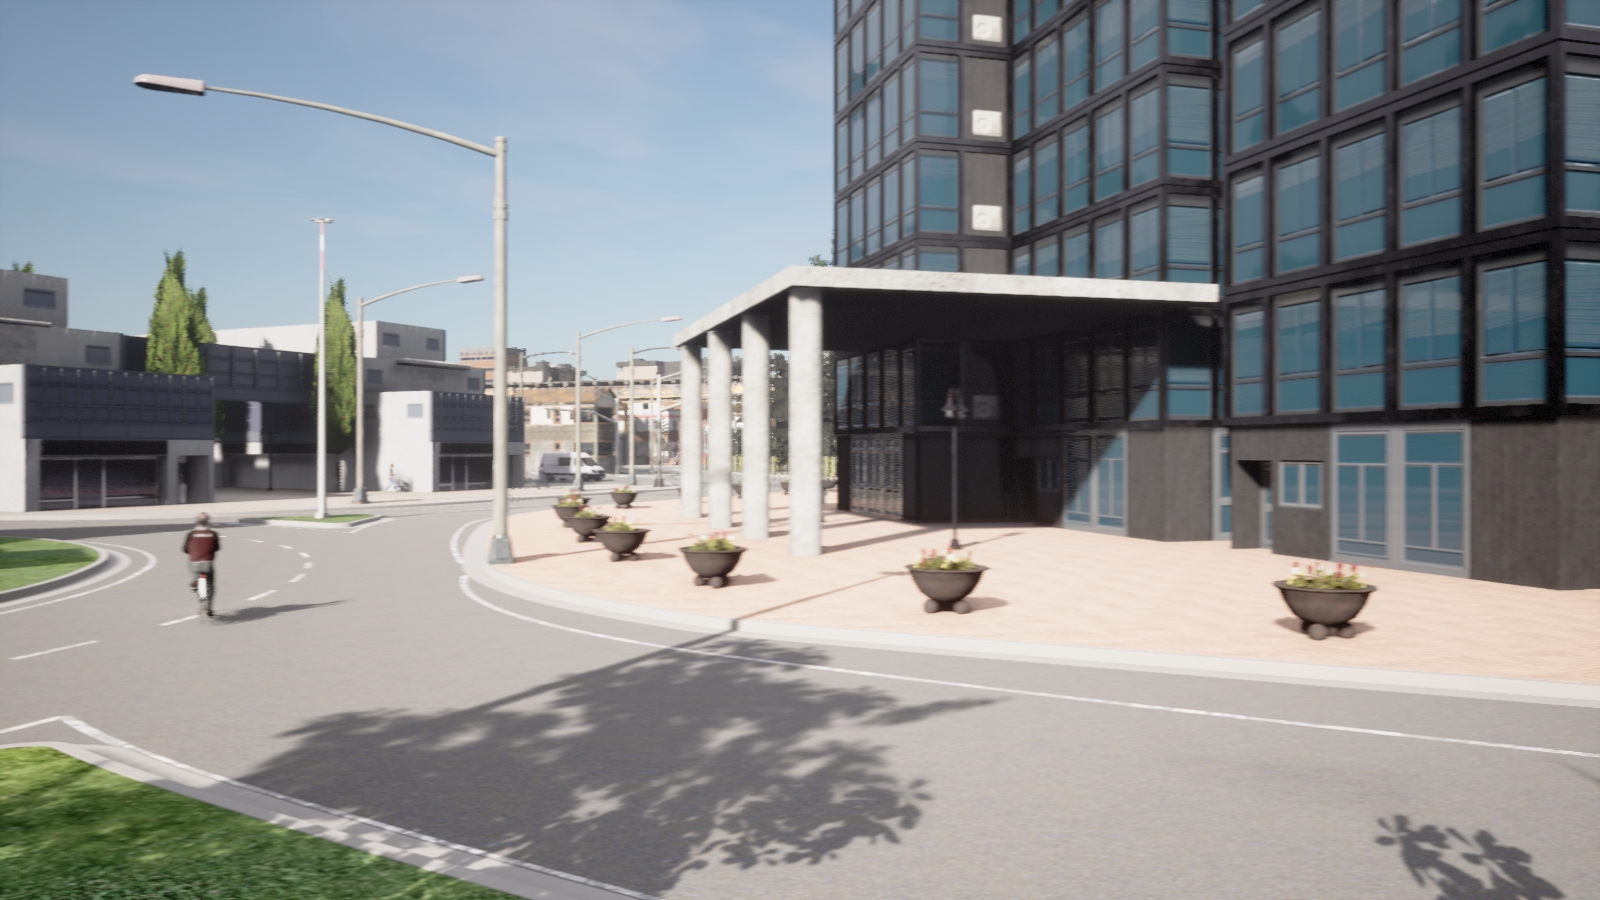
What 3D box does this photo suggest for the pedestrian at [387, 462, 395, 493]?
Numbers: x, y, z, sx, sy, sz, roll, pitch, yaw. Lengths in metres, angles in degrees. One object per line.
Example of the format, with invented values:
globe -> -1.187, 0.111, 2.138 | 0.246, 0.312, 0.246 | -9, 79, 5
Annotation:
pedestrian -> -24.891, 1.666, 69.600 | 0.375, 1.860, 0.375 | 0, 0, -6

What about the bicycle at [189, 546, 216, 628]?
bicycle -> -9.839, 2.225, 18.795 | 0.329, 1.126, 1.835 | 1, 0, -29

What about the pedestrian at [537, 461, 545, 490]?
pedestrian -> -17.028, 1.663, 75.228 | 0.375, 1.860, 0.375 | 0, 0, -44

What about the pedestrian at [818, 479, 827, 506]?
pedestrian -> 1.079, 2.023, 54.818 | 0.375, 1.300, 0.375 | 0, 0, 5
